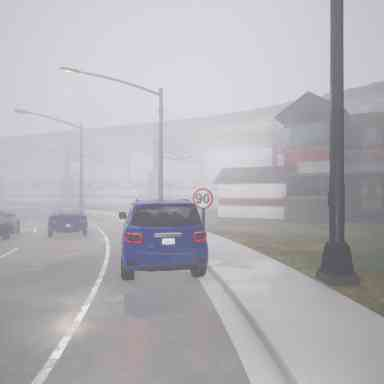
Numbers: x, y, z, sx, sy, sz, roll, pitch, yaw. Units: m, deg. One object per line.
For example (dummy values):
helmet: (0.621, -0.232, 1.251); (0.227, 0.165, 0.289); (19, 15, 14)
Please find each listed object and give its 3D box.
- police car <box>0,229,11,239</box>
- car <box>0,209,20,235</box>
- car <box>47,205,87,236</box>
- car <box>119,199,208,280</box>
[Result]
police car: (-3.563, 1.425, 2.337); (1.930, 1.638, 5.238); (0, 0, -3)
car: (-10.036, 1.564, 16.847); (1.994, 1.385, 4.181); (0, 0, -21)
car: (-6.975, 1.477, 18.572); (1.882, 1.535, 5.008); (0, 0, -22)
car: (-1.031, 1.220, 10.224); (2.150, 2.045, 5.566); (0, 0, -11)
